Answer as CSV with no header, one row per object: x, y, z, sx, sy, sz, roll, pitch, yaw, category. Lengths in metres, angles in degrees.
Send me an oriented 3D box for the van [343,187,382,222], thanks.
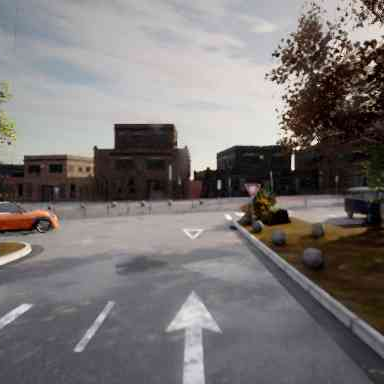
11.052,0.705,20.726,1.878,1.987,4.442,-3,1,1,van

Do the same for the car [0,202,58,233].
-9.618,1.311,17.641,4.553,1.767,2.097,-2,2,-33,car
